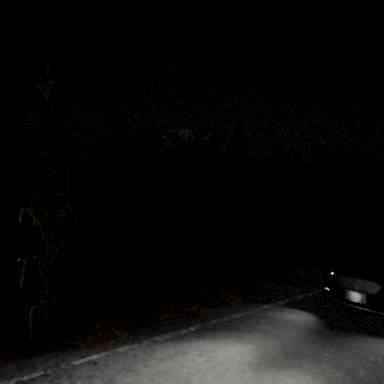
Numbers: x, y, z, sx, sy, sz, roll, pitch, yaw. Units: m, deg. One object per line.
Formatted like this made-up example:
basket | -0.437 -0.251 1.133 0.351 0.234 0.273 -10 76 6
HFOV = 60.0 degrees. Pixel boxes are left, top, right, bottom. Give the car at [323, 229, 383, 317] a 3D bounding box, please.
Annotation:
car | 4.734 1.491 6.999 4.902 1.511 2.128 0 0 -35
